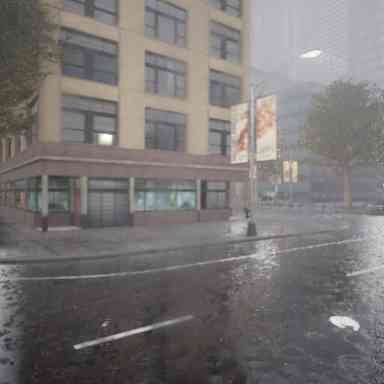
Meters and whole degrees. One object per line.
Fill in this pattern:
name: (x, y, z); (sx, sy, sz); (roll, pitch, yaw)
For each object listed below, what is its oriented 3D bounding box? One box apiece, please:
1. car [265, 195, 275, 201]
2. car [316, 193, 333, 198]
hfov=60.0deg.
car: (18.780, 1.599, 84.502); (2.161, 1.482, 4.786); (0, 0, -36)
car: (29.260, 1.518, 77.024); (2.002, 1.452, 4.674); (0, 0, -36)
